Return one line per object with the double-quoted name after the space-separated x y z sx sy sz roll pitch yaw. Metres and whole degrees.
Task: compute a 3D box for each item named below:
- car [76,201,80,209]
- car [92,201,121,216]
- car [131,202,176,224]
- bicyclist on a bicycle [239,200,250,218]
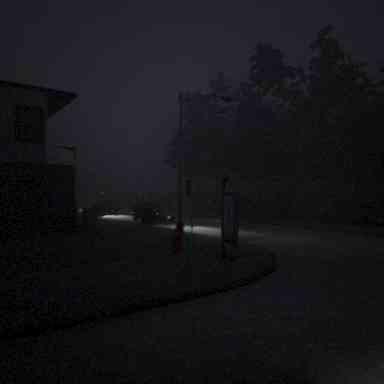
-16.845 1.661 45.607 1.994 1.385 4.181 1 0 -35 "car"
-8.916 1.659 34.425 1.994 1.385 4.181 1 0 -35 "car"
-3.096 1.586 26.252 2.128 1.511 4.902 1 0 -35 "car"
4.607 1.505 29.916 1.656 1.620 0.582 0 0 -36 "bicyclist on a bicycle"
